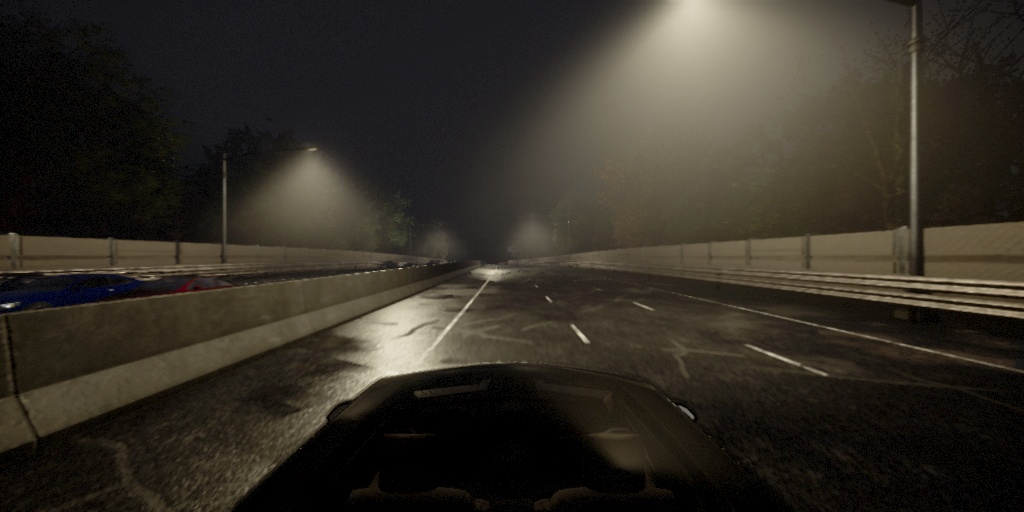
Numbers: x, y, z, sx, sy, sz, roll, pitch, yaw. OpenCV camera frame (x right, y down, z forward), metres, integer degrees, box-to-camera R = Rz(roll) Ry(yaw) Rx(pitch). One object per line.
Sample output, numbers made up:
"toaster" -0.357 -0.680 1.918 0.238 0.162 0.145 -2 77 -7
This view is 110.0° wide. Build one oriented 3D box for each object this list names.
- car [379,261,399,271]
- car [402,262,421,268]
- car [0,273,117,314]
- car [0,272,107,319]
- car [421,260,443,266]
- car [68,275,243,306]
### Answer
"car" -18.260 1.407 53.303 1.812 1.442 4.674 0 -1 -1
"car" -14.737 1.477 52.970 1.895 1.301 4.718 0 -1 -1
"car" -14.119 1.299 11.546 1.812 1.442 4.674 0 0 0
"car" -17.621 1.342 12.615 1.994 1.385 4.181 0 0 0
"car" -11.237 1.357 52.333 2.128 1.511 4.902 0 0 -1
"car" -10.619 1.332 11.529 1.994 1.385 4.181 0 0 0
